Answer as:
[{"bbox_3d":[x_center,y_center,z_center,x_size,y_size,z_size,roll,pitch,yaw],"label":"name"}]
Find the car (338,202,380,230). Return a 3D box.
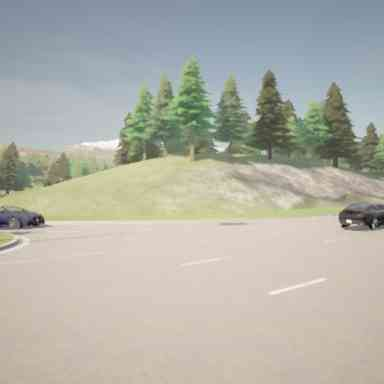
[{"bbox_3d":[10.761,1.379,20.008,4.892,1.490,1.837,0,0,-35],"label":"car"}]

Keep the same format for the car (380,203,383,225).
[{"bbox_3d":[11.996,1.101,16.591,5.566,2.045,2.150,0,0,-35],"label":"car"}]

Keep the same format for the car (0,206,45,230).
[{"bbox_3d":[-11.432,1.549,20.680,4.181,1.385,1.994,0,0,10],"label":"car"}]
